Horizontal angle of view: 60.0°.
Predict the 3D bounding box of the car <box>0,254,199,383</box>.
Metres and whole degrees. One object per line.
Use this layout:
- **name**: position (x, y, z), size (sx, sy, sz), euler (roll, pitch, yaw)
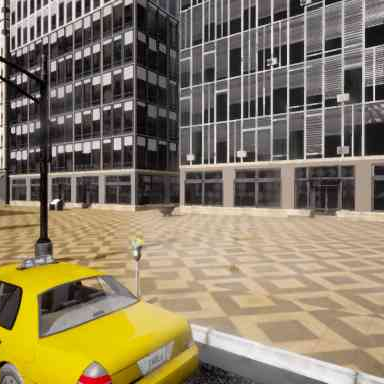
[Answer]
- **car**: position (-2.207, 1.525, 4.466), size (4.829, 1.417, 1.752), euler (0, 0, 36)
